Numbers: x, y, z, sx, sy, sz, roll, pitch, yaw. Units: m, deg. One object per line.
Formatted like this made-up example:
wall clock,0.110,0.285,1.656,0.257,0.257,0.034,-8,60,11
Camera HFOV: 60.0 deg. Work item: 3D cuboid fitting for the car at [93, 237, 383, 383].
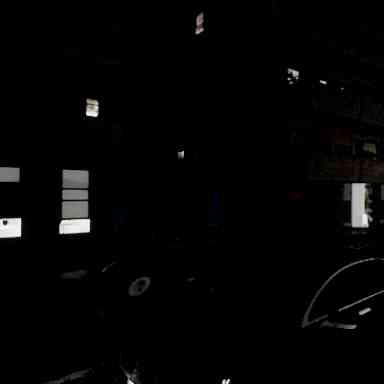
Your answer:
car,1.441,1.526,4.406,4.892,1.490,1.837,0,0,-36

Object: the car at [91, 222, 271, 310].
car,0.125,1.463,6.651,4.097,1.590,1.967,0,0,-36
